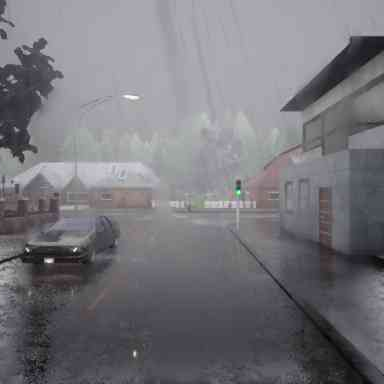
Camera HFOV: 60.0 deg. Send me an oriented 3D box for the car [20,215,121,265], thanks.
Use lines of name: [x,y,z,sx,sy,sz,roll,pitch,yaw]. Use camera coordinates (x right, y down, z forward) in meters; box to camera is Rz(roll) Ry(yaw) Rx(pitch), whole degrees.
car: [-3.971,1.547,12.014,2.033,1.411,5.357,0,0,1]
